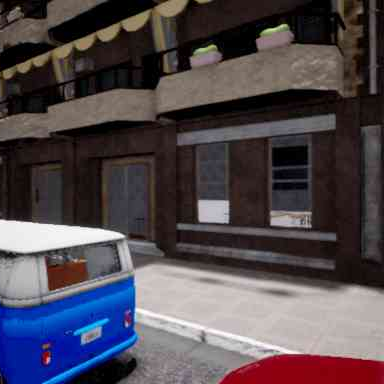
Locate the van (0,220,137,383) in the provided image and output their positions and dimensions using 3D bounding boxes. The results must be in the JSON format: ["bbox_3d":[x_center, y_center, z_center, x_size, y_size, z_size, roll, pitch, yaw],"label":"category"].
[{"bbox_3d":[-2.627,1.336,4.696,3.998,1.788,1.690,0,0,35],"label":"van"}]

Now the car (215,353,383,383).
[{"bbox_3d":[1.926,1.562,1.554,4.206,1.307,1.802,0,0,35],"label":"car"}]
